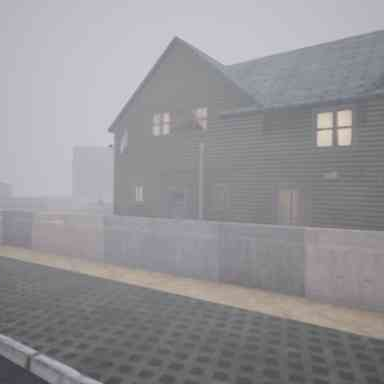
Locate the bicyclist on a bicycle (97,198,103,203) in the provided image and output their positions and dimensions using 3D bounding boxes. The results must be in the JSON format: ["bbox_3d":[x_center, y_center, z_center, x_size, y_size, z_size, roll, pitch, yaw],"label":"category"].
[{"bbox_3d":[-7.473,1.337,27.016,0.582,1.620,1.656,0,1,-25],"label":"bicyclist on a bicycle"}]
